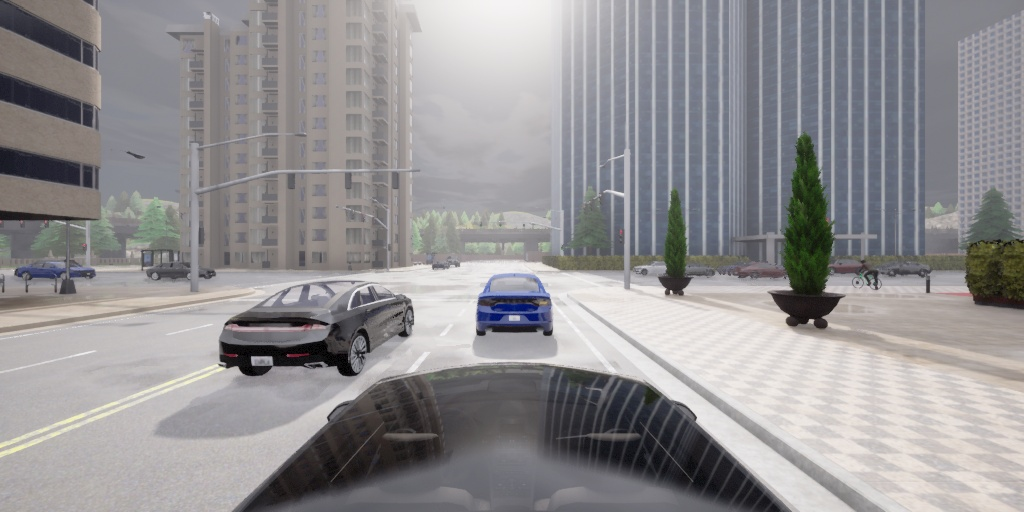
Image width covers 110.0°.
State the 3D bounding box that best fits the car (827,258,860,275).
[{"bbox_3d":[34.351,1.102,37.997,4.553,1.767,2.097,0,0,0],"label":"car"}]

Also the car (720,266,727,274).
[{"bbox_3d":[24.266,1.276,37.896,4.674,1.442,1.812,0,0,0],"label":"car"}]

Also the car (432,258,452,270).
[{"bbox_3d":[-10.633,1.351,53.547,1.895,1.301,4.718,0,0,0],"label":"car"}]

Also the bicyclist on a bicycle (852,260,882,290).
[{"bbox_3d":[19.628,1.051,19.865,0.582,1.620,1.656,0,0,-1],"label":"bicyclist on a bicycle"}]

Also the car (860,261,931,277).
[{"bbox_3d":[37.227,1.242,34.521,4.902,1.511,2.128,0,0,0],"label":"car"}]

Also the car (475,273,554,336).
[{"bbox_3d":[0.069,1.228,10.430,1.882,1.535,5.008,0,0,0],"label":"car"}]

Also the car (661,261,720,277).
[{"bbox_3d":[16.987,1.314,34.321,4.181,1.385,1.994,0,0,-1],"label":"car"}]

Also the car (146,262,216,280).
[{"bbox_3d":[-27.716,1.255,30.138,4.892,1.490,1.837,0,0,-1],"label":"car"}]

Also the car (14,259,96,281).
[{"bbox_3d":[-38.018,1.228,30.043,5.008,1.535,1.882,0,0,-1],"label":"car"}]

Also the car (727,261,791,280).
[{"bbox_3d":[21.443,1.276,30.668,4.674,1.442,1.812,0,0,-1],"label":"car"}]

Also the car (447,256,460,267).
[{"bbox_3d":[-10.602,0.971,64.221,2.150,2.045,5.566,0,0,0],"label":"car"}]

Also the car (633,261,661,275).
[{"bbox_3d":[15.183,1.276,37.802,4.674,1.442,1.812,0,0,-1],"label":"car"}]

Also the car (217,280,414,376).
[{"bbox_3d":[-3.447,1.242,7.392,2.128,1.511,4.902,0,0,0],"label":"car"}]
